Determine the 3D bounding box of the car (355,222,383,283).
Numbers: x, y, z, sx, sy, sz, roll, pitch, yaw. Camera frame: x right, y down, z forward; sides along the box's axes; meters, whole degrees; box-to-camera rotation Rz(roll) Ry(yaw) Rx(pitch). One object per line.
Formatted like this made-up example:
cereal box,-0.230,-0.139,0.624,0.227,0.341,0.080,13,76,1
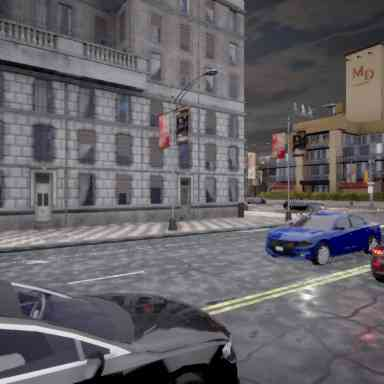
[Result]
car,6.273,1.526,8.356,4.674,1.442,1.812,0,0,-36

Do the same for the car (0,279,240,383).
car,-1.779,1.492,2.595,4.902,1.511,2.128,0,0,-35

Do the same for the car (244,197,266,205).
car,10.500,1.547,58.499,2.033,1.411,5.357,0,0,-37

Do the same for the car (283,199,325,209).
car,12.133,1.492,36.142,2.128,1.511,4.902,0,0,-31

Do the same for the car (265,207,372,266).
car,4.728,1.477,11.749,5.008,1.535,1.882,0,0,-36
